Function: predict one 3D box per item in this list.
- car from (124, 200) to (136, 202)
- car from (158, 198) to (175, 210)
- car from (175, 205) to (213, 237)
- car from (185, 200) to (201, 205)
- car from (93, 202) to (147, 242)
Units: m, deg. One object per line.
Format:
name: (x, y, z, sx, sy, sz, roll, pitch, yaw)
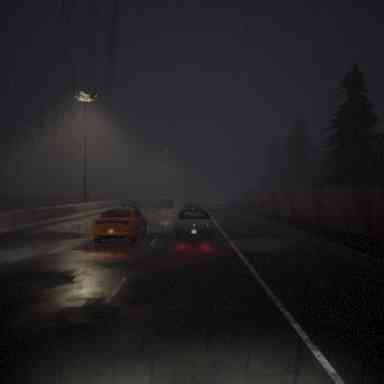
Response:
car: (-6.902, 1.607, 37.029, 1.994, 1.385, 4.181, 0, 0, 0)
car: (-3.357, 1.556, 44.098, 1.837, 1.490, 4.892, 0, 0, 1)
car: (0.098, 1.622, 18.273, 1.895, 1.301, 4.718, 0, 0, 0)
car: (0.105, 1.648, 40.217, 1.895, 1.301, 4.718, 0, 0, 0)
car: (-3.402, 1.497, 16.441, 1.882, 1.535, 5.008, 0, 0, 0)
